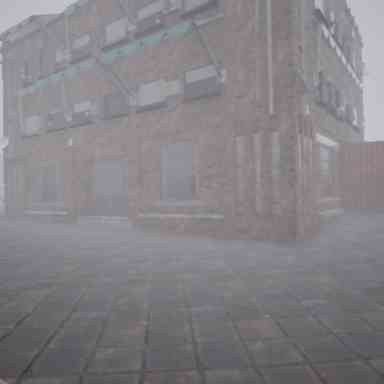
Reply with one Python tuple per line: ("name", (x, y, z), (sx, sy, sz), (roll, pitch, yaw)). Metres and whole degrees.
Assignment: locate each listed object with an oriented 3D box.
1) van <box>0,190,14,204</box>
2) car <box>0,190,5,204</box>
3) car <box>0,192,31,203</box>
("van", (-28.900, 0.740, 49.374), (4.442, 1.987, 1.878), (-1, 2, 24))
("car", (-19.873, 0.676, 39.604), (5.566, 2.045, 2.435), (-1, 2, 24))
("car", (-27.888, 0.811, 51.990), (4.892, 1.521, 2.231), (-1, 3, 24))
